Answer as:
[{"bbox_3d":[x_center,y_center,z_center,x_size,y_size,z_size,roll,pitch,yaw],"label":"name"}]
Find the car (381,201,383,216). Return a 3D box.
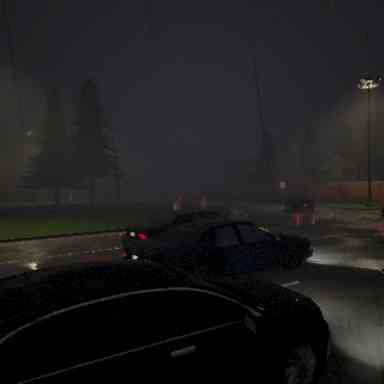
[{"bbox_3d":[15.096,0.755,22.980,4.553,1.767,2.097,-2,1,-35],"label":"car"}]

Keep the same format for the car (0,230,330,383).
[{"bbox_3d":[-0.604,1.473,3.312,4.892,1.490,1.837,-2,1,-35],"label":"car"}]

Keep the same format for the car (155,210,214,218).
[{"bbox_3d":[0.085,1.379,12.370,5.357,1.411,2.033,-2,1,-35],"label":"car"}]

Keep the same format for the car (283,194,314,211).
[{"bbox_3d":[9.782,0.926,30.549,1.812,1.442,4.674,0,1,4],"label":"car"}]

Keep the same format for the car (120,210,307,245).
[{"bbox_3d":[0.819,1.417,8.603,5.357,1.411,2.033,-2,1,-35],"label":"car"}]
